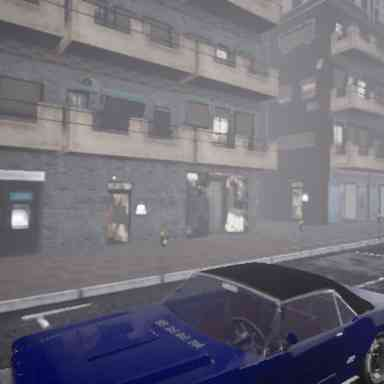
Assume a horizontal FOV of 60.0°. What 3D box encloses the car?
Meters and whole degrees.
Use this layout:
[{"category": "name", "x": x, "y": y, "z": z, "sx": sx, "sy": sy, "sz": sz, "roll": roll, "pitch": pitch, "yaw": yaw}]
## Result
[{"category": "car", "x": 0.526, "y": 1.603, "z": 3.753, "sx": 4.718, "sy": 1.301, "sz": 1.895, "roll": 0, "pitch": 0, "yaw": -35}]
